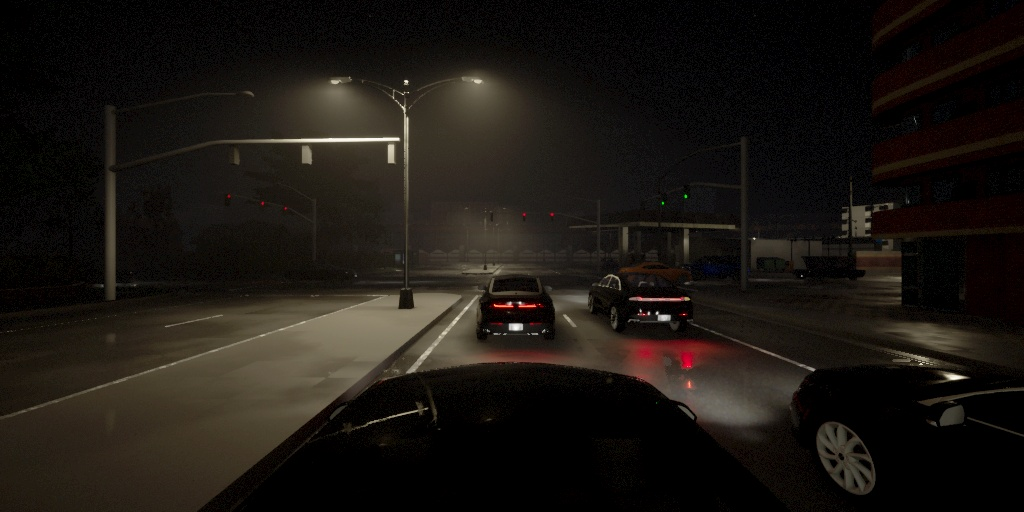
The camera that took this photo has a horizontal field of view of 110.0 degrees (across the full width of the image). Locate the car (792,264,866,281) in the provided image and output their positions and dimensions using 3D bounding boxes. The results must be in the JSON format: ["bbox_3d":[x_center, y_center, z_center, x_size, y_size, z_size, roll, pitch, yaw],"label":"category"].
[{"bbox_3d":[26.420,1.351,30.001,4.718,1.301,1.895,0,0,-1],"label":"car"}]

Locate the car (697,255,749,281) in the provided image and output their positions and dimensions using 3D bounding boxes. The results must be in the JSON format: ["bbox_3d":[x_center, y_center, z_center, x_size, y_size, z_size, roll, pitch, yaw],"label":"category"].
[{"bbox_3d":[16.633,0.972,29.861,5.566,2.045,2.150,0,0,-1],"label":"car"}]

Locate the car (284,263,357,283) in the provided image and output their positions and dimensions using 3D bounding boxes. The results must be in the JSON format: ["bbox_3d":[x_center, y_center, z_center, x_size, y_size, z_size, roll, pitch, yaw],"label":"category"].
[{"bbox_3d":[-14.353,1.243,27.007,4.902,1.511,2.128,0,0,-7],"label":"car"}]

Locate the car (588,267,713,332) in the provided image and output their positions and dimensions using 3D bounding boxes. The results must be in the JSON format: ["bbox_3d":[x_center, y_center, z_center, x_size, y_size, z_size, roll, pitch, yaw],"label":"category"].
[{"bbox_3d":[3.602,1.242,10.865,2.128,1.511,4.902,0,0,0],"label":"car"}]

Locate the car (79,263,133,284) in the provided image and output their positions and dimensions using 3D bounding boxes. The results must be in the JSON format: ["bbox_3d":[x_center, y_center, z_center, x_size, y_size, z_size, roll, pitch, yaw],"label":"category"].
[{"bbox_3d":[-30.918,1.227,26.300,5.008,1.535,1.882,0,0,0],"label":"car"}]

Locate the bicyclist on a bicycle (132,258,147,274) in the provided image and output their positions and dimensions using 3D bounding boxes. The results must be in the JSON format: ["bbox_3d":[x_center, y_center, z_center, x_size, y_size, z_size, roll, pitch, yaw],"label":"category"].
[{"bbox_3d":[-38.228,1.053,36.739,0.582,1.620,1.656,0,0,0],"label":"bicyclist on a bicycle"}]

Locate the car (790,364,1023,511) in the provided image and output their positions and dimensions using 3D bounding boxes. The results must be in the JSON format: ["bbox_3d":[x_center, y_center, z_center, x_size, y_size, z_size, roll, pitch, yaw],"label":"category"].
[{"bbox_3d":[3.600,1.255,1.457,1.837,1.490,4.892,0,0,0],"label":"car"}]

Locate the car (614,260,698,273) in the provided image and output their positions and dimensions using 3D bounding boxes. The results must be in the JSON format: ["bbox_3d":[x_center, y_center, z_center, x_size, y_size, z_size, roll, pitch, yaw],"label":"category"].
[{"bbox_3d":[10.399,1.227,26.094,5.008,1.535,1.882,0,0,-1],"label":"car"}]

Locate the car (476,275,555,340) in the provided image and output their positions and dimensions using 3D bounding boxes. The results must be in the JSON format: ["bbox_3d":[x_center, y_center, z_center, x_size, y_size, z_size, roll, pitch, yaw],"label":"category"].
[{"bbox_3d":[0.096,1.255,10.010,1.837,1.490,4.892,0,0,0],"label":"car"}]
